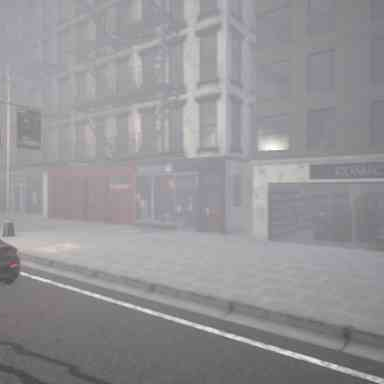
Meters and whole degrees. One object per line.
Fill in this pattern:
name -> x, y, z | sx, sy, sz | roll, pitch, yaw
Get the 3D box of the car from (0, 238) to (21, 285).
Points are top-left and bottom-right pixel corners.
car -> -5.905, 1.448, 7.964 | 4.674, 1.442, 1.812 | 1, 0, 36
